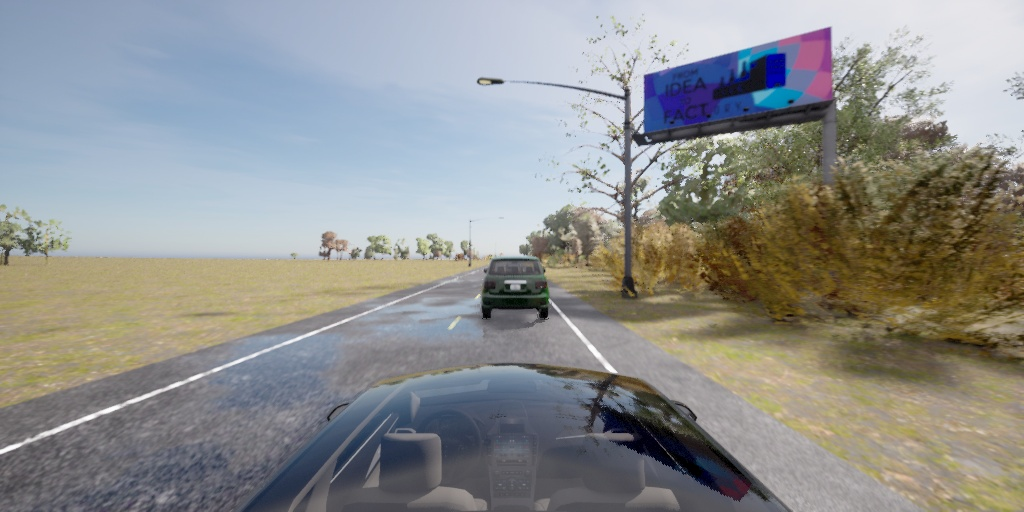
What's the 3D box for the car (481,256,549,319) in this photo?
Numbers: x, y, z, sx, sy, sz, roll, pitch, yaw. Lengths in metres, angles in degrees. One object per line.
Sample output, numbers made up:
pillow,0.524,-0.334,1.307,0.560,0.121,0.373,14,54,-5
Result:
car,0.104,1.024,13.207,2.150,2.045,5.566,0,0,0
